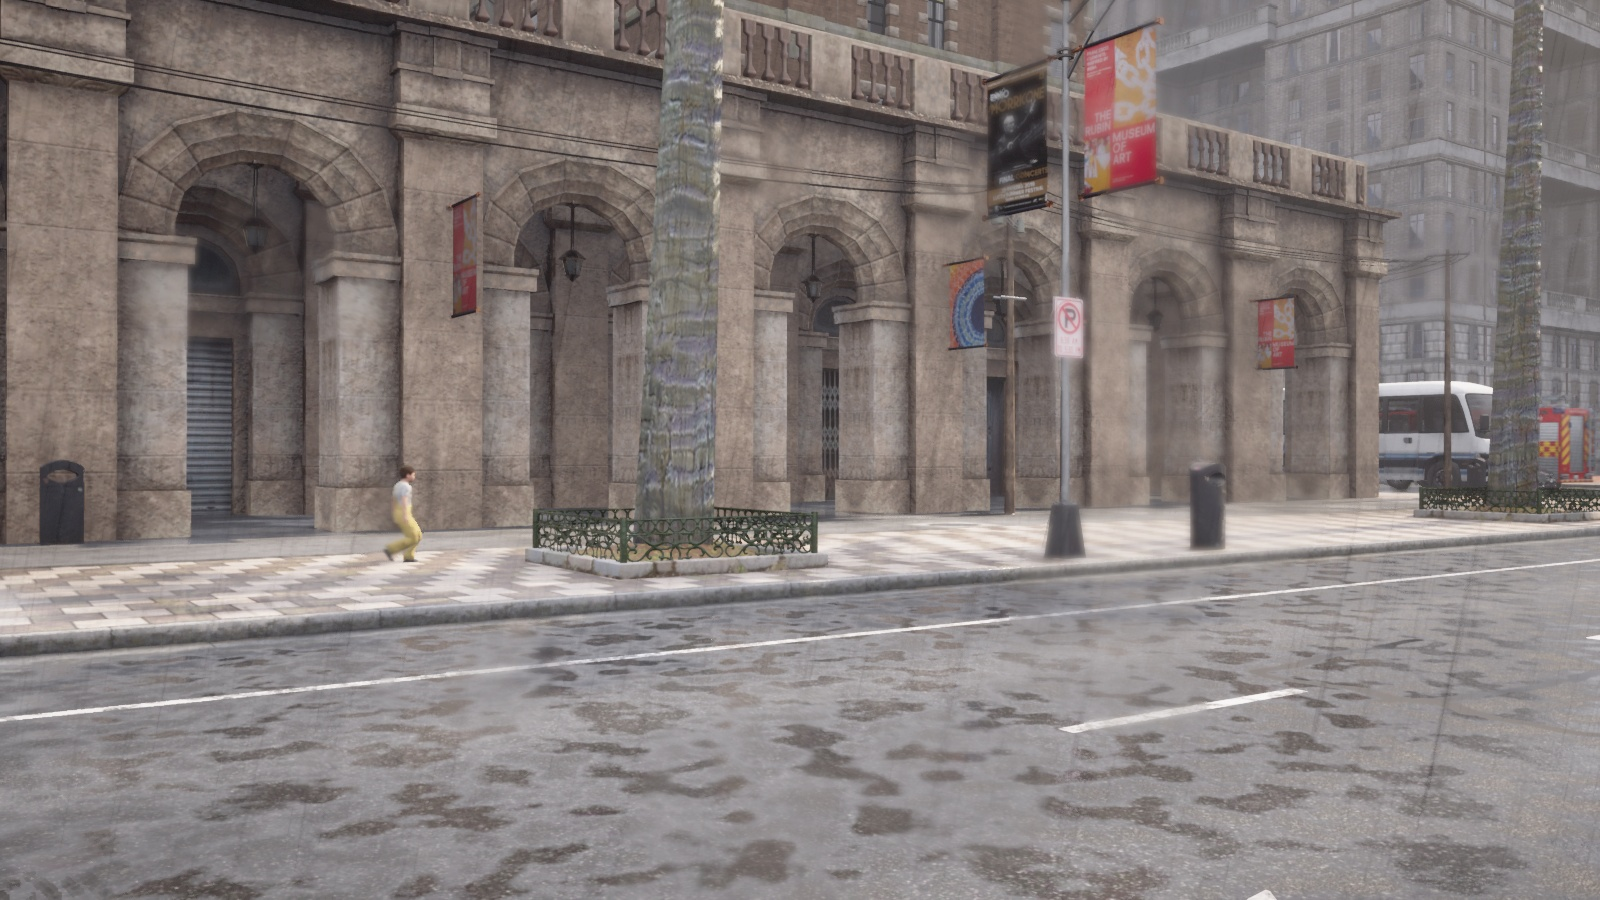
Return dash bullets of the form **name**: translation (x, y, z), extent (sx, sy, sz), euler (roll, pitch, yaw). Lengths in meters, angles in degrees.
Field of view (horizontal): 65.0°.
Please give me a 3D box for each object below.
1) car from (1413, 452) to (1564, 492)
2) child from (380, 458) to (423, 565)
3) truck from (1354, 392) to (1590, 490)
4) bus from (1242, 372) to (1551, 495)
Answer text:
- **car**: translation (26.913, 0.813, 49.256), extent (1.837, 1.490, 4.892), euler (0, 0, -34)
- **child**: translation (-4.801, 0.729, 15.123), extent (0.437, 1.263, 0.270), euler (0, 0, -33)
- **truck**: translation (28.304, -0.350, 53.357), extent (2.891, 3.827, 8.468), euler (0, 0, -35)
- **bus**: translation (22.863, -0.560, 48.917), extent (3.944, 4.253, 10.273), euler (0, 0, -35)
